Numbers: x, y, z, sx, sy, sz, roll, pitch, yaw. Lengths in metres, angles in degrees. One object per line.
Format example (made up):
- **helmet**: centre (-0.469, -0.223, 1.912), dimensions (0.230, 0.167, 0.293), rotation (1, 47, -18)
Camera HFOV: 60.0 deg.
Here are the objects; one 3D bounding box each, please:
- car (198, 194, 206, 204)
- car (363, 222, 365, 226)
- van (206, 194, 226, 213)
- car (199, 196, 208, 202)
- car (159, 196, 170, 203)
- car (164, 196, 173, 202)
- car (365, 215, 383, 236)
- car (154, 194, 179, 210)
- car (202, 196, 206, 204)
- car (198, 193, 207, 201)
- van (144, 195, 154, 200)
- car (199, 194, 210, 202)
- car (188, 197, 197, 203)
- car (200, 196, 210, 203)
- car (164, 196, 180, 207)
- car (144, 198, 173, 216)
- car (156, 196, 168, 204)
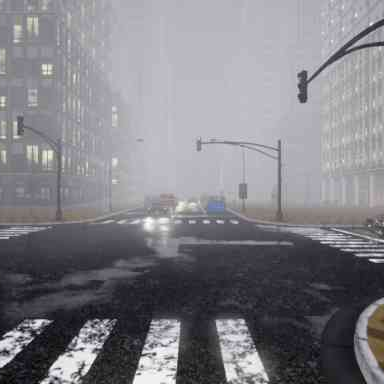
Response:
- **car**: centre (2.696, 1.313, 63.633), dimensions (2.192, 1.841, 5.009), rotation (0, 0, 0)
- **car**: centre (13.402, 1.679, 20.123), dimensions (5.357, 1.411, 2.033), rotation (0, 0, -1)
- **van**: centre (2.696, 1.341, 35.940), dimensions (1.690, 1.788, 3.998), rotation (0, 0, 0)
- **car**: centre (2.764, 1.561, 80.251), dimensions (1.947, 1.339, 4.313), rotation (0, 0, 0)
- **car**: centre (-5.662, 1.548, 69.205), dimensions (2.008, 1.369, 4.403), rotation (0, 0, 0)
- **car**: centre (-5.616, 1.577, 80.285), dimensions (1.802, 1.307, 4.206), rotation (0, 0, 0)
- **car**: centre (11.625, 1.455, 16.723), dimensions (4.553, 1.767, 2.097), rotation (0, 0, -3)
- **car**: centre (-3.174, 1.221, 42.952), dimensions (2.150, 2.045, 5.566), rotation (0, 0, 1)
- **car**: centre (2.628, 1.544, 41.479), dimensions (1.887, 1.381, 4.507), rotation (0, 0, 0)
- **car**: centre (2.788, 1.309, 85.790), dimensions (2.192, 1.841, 5.009), rotation (0, 0, 0)
- **van**: centre (-5.752, 1.340, 47.049), dimensions (1.690, 1.788, 3.998), rotation (0, 0, 0)
- **car**: centre (2.742, 1.311, 74.712), dimensions (2.192, 1.841, 5.009), rotation (0, 0, 0)
- **car**: centre (0.120, 1.598, 67.812), dimensions (1.895, 1.301, 4.718), rotation (0, 0, 0)
- **car**: centre (2.718, 1.542, 69.172), dimensions (1.887, 1.381, 4.507), rotation (0, 0, 0)
- **car**: centre (-3.132, 1.491, 53.256), dimensions (2.128, 1.511, 4.902), rotation (0, 0, 0)
- **car**: centre (-3.223, 1.600, 32.908), dimensions (1.895, 1.301, 4.718), rotation (0, 0, 0)
- **car**: centre (-5.685, 1.564, 63.667), dimensions (1.947, 1.339, 4.313), rotation (0, 0, 0)
